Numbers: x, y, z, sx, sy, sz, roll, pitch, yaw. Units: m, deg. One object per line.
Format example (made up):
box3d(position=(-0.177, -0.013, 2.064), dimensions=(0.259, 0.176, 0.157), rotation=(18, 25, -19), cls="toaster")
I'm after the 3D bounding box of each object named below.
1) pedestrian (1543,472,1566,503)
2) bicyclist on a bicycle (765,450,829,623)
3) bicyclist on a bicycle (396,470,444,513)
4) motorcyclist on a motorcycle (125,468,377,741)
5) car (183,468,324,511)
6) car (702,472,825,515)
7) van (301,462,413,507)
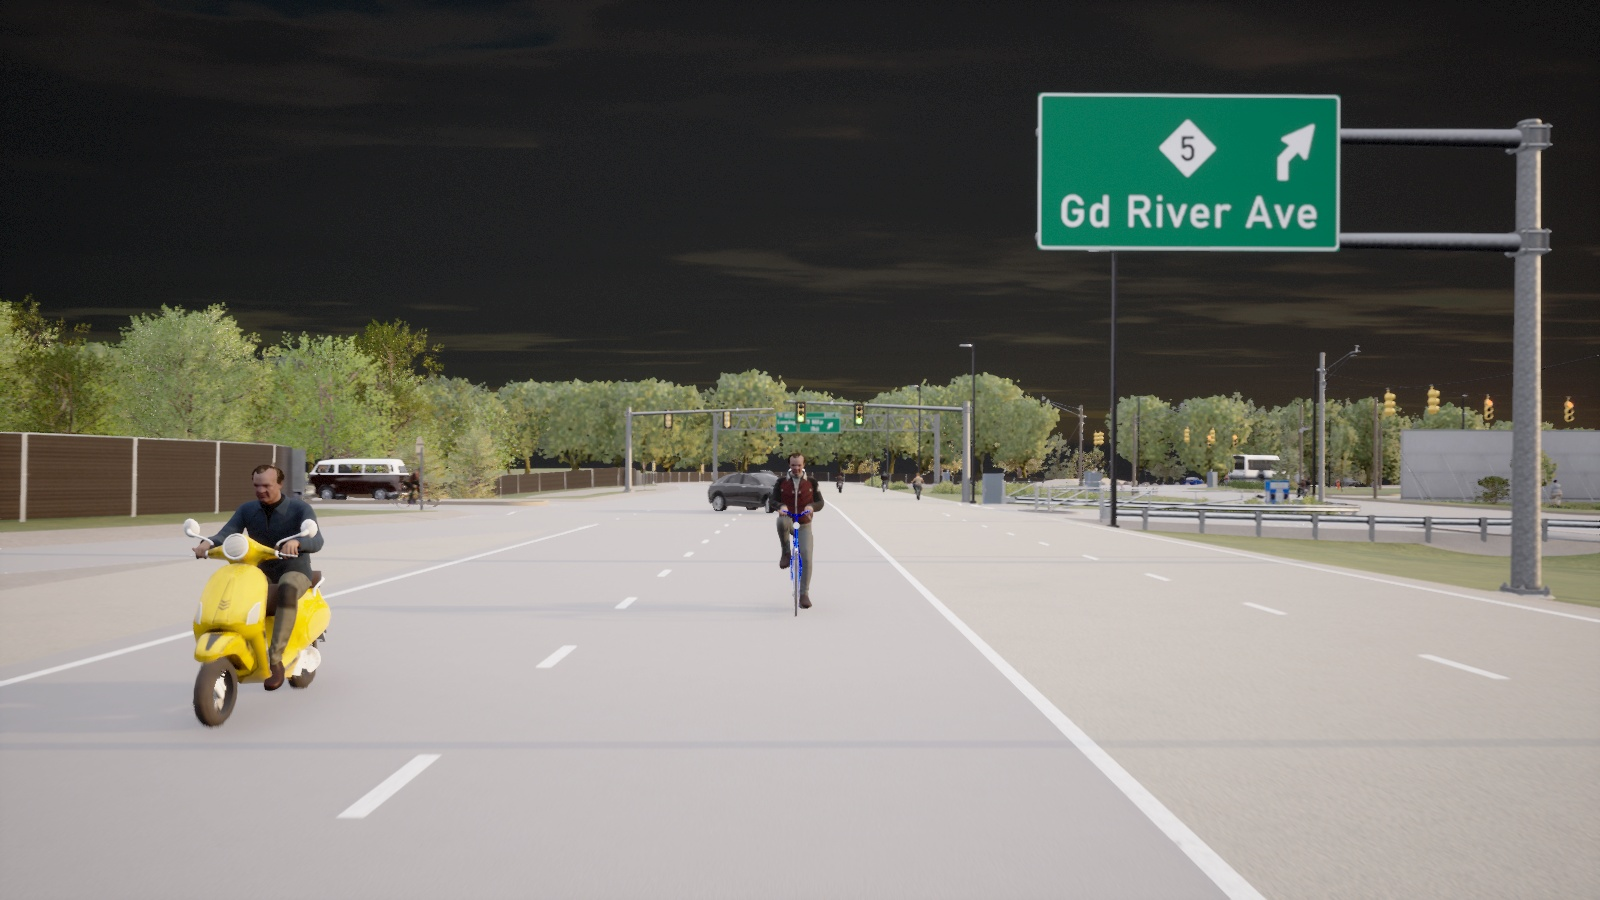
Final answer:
box3d(position=(47.250, 2.338, 78.648), dimensions=(0.874, 1.855, 0.900), rotation=(0, 0, -2), cls="pedestrian")
box3d(position=(-0.033, 0.912, 13.858), dimensions=(0.659, 1.776, 1.843), rotation=(0, -1, 0), cls="bicyclist on a bicycle")
box3d(position=(-14.408, 1.560, 47.609), dimensions=(1.656, 1.620, 0.582), rotation=(0, 0, 0), cls="bicyclist on a bicycle")
box3d(position=(-3.519, 0.918, 8.267), dimensions=(0.866, 1.590, 1.817), rotation=(0, -1, 0), cls="motorcyclist on a motorcycle")
box3d(position=(-22.155, 1.602, 51.039), dimensions=(4.856, 1.649, 2.033), rotation=(-1, -1, -1), cls="car")
box3d(position=(-1.408, 1.598, 46.864), dimensions=(1.837, 1.490, 4.892), rotation=(2, -2, -42), cls="car")
box3d(position=(-20.716, 1.590, 58.821), dimensions=(4.480, 2.038, 2.069), rotation=(0, -1, 0), cls="van")
